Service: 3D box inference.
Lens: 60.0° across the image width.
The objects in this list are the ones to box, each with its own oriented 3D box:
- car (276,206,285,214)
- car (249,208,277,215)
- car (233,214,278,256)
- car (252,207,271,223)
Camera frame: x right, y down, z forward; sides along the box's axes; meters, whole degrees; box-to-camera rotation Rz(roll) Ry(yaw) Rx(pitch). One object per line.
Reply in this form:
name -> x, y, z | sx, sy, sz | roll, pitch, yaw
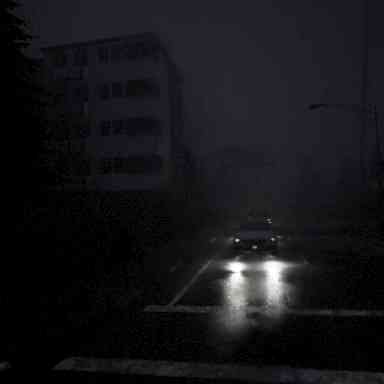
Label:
car -> 17.841, 3.629, 67.401 | 2.128, 1.511, 4.902 | -3, -3, 12
car -> 5.254, 2.210, 26.091 | 2.097, 1.767, 4.553 | -3, -3, 12
car -> 2.977, 2.003, 15.541 | 1.812, 1.442, 4.674 | -3, -3, 12
car -> 8.629, 2.766, 41.299 | 2.097, 1.767, 4.553 | -3, -3, 12
